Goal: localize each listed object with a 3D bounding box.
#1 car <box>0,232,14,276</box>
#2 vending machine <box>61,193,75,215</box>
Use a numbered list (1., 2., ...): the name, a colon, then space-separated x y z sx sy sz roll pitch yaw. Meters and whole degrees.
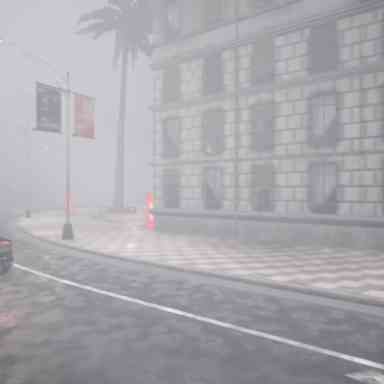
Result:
1. car: -6.657 1.477 9.296 4.902 1.511 2.128 0 0 42
2. vending machine: -11.951 1.159 32.055 1.100 2.100 0.880 0 0 -11
